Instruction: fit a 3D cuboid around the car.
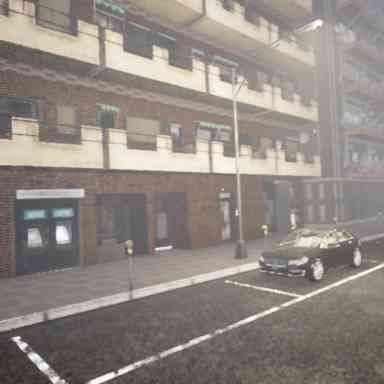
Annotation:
[{"bbox_3d":[3.887,1.832,10.561,4.403,1.369,2.008,0,-4,-42],"label":"car"}]
